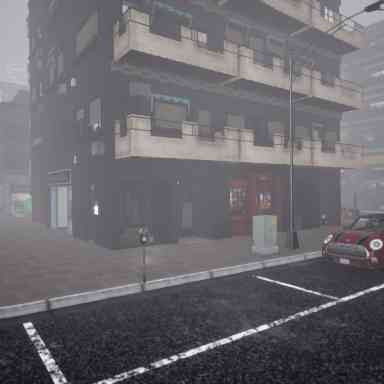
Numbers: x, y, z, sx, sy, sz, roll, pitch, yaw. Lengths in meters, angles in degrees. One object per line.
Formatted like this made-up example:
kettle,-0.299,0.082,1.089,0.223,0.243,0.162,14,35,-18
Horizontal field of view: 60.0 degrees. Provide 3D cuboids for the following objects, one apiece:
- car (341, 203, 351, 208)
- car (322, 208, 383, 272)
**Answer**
car,12.973,1.586,30.277,1.994,1.385,4.181,-1,1,-36
car,5.932,1.436,10.575,4.097,1.590,1.967,0,-1,-36
